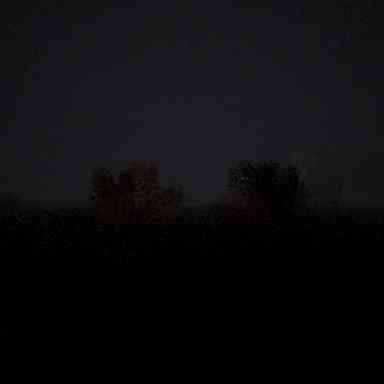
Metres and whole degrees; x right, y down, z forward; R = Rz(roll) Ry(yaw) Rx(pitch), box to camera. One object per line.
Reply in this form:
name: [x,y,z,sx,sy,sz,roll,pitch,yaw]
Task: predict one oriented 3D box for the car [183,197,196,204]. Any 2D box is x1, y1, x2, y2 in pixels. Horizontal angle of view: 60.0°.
car: [-0.958,1.820,73.167,2.033,1.411,5.357,-1,-1,36]
